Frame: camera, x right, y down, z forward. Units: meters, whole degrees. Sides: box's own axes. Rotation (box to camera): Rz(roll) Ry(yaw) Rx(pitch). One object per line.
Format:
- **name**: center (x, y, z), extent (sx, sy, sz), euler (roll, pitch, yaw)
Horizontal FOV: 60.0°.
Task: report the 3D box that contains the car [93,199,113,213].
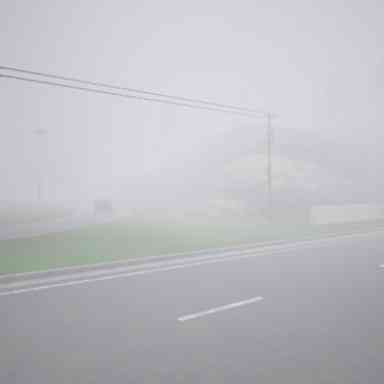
- **car**: center (-9.981, 1.510, 37.492), extent (1.837, 1.490, 4.892), euler (1, 0, -17)
